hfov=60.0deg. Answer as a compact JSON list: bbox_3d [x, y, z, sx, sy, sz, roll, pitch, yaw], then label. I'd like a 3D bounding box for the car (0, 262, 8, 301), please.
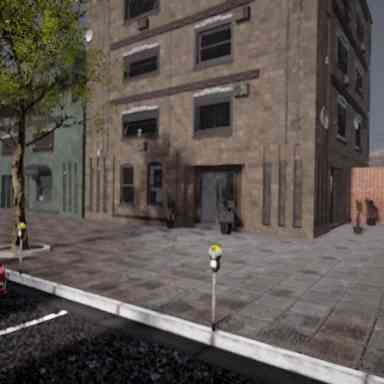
[{"bbox_3d":[-5.275,1.518,6.629,4.206,1.307,1.802,1,1,35],"label":"car"}]
